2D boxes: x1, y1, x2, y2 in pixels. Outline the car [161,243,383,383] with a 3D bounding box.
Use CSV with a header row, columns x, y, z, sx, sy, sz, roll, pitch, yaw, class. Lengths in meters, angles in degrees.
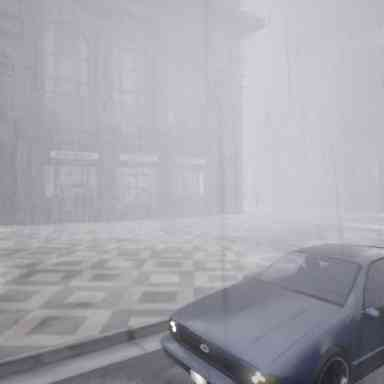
x,y,z,sx,sy,sz,roll,pitch,yaw,class
2.240,1.544,4.970,5.357,1.411,2.033,0,0,-35,car
